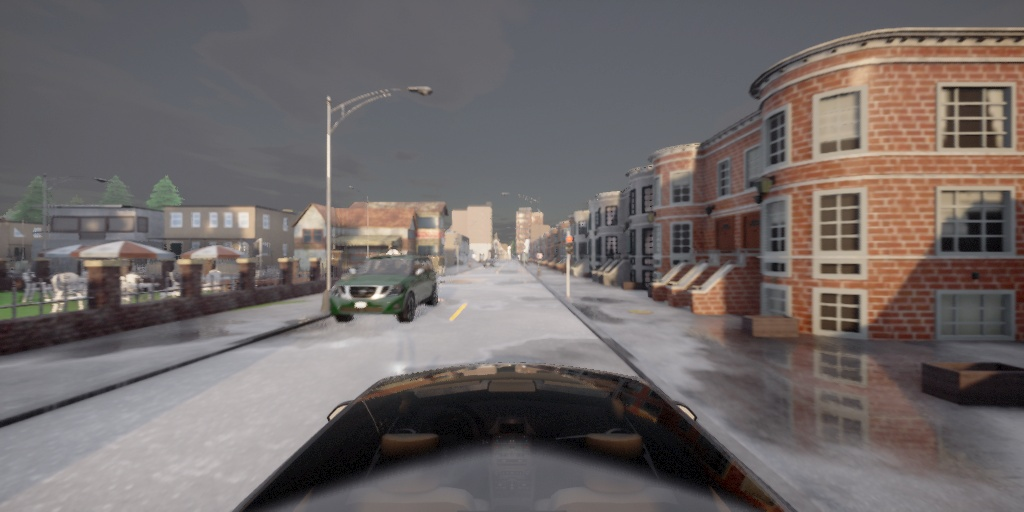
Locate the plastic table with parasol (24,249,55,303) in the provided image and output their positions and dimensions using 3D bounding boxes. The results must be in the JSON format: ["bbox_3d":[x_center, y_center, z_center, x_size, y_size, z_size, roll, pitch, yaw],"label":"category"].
[{"bbox_3d":[-19.314,0.706,16.117,2.482,2.480,2.482,0,0,-40],"label":"plastic table with parasol"}]

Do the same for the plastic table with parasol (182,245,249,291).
[{"bbox_3d":[-14.084,0.737,17.115,2.482,2.480,2.482,0,0,-40],"label":"plastic table with parasol"}]

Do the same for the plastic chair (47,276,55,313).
[{"bbox_3d":[-14.643,1.276,11.891,0.730,1.272,0.750,0,0,-40],"label":"plastic chair"}]

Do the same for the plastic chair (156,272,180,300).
[{"bbox_3d":[-12.615,1.302,13.368,0.730,1.272,0.750,0,0,-40],"label":"plastic chair"}]

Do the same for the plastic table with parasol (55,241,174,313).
[{"bbox_3d":[-13.646,0.701,12.624,2.482,2.480,2.482,0,0,-40],"label":"plastic table with parasol"}]

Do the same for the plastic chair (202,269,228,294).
[{"bbox_3d":[-13.347,1.339,16.094,0.750,1.272,0.730,0,0,-40],"label":"plastic chair"}]

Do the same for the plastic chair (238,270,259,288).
[{"bbox_3d":[-13.052,1.341,17.858,0.730,1.272,0.750,0,0,-40],"label":"plastic chair"}]

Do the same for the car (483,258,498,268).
[{"bbox_3d":[-3.982,1.246,62.402,2.128,1.511,4.902,0,0,1],"label":"car"}]

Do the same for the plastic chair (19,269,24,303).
[{"bbox_3d":[-20.313,1.303,15.385,0.730,1.272,0.750,0,0,-40],"label":"plastic chair"}]

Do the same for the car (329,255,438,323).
[{"bbox_3d":[-4.065,0.975,12.451,2.150,2.045,5.566,0,0,0],"label":"car"}]

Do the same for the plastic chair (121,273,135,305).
[{"bbox_3d":[-12.909,1.287,11.618,0.750,1.272,0.730,0,0,-40],"label":"plastic chair"}]
